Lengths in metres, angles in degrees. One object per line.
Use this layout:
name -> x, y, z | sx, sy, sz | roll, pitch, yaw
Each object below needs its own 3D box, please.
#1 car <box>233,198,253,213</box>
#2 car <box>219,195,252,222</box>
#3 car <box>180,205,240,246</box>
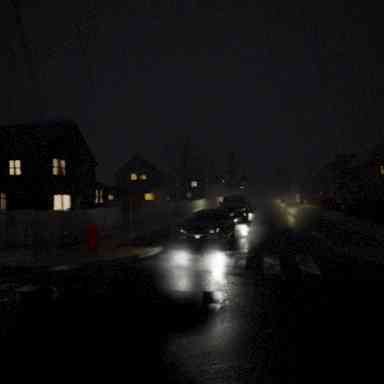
car -> 6.070, 1.535, 39.110 | 1.882, 1.535, 5.008 | -2, 0, 12
car -> 3.525, 1.276, 27.455 | 2.150, 2.045, 5.566 | -2, 0, 11
car -> 0.882, 1.573, 15.832 | 1.837, 1.490, 4.892 | -2, -1, 16
